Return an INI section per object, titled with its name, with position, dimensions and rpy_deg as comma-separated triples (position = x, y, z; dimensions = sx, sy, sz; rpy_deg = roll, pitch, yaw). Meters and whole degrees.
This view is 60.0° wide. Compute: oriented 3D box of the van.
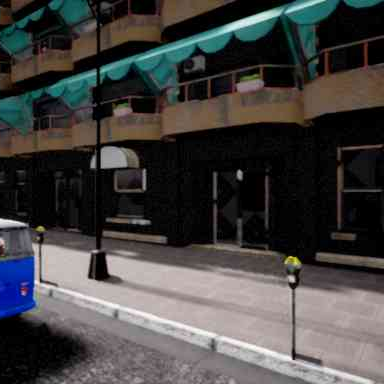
[van]
position = -4.468, 1.291, 5.910
dimensions = 3.998, 1.788, 1.690
rpy_deg = 1, 0, 35
